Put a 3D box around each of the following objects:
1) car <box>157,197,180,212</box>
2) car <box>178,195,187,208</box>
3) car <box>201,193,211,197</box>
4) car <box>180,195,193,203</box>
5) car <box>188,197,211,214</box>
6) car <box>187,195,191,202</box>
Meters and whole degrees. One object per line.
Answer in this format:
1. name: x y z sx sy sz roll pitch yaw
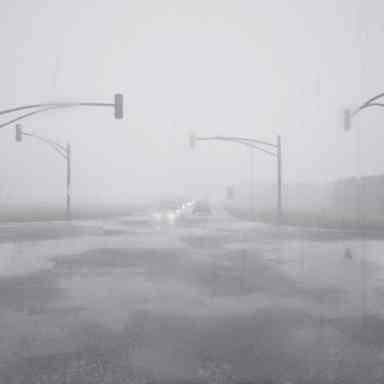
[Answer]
1. car: -2.822 1.594 38.228 1.895 1.301 4.718 0 0 3
2. car: -2.370 1.479 47.543 2.128 1.511 4.902 0 0 3
3. car: 3.341 1.179 79.064 2.150 2.045 5.566 0 0 5
4. car: -1.069 1.461 67.744 2.128 1.511 4.902 0 0 4
5. car: 0.953 1.540 34.808 2.033 1.411 5.357 0 0 1
6. car: -1.837 1.470 56.891 2.128 1.511 4.902 0 0 4
